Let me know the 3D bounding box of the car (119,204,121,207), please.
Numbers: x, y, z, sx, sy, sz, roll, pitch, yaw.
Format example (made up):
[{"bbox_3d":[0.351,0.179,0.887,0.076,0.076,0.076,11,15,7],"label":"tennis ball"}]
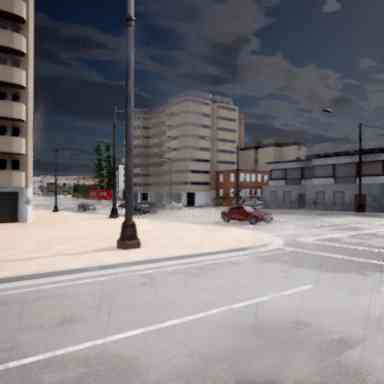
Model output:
[{"bbox_3d":[-12.509,2.556,65.819,2.033,1.411,5.357,0,0,-37],"label":"car"}]

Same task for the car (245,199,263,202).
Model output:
[{"bbox_3d":[12.075,2.057,64.683,1.970,1.475,3.806,0,-2,-37],"label":"car"}]

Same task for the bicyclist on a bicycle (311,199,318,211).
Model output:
[{"bbox_3d":[16.016,1.727,43.440,1.656,1.620,0.582,0,-1,-37],"label":"bicyclist on a bicycle"}]

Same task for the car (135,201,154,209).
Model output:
[{"bbox_3d":[-9.709,2.555,67.920,1.812,1.442,4.674,0,0,-37],"label":"car"}]

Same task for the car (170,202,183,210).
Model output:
[{"bbox_3d":[-3.487,2.448,59.715,1.812,1.442,4.674,0,-1,-36],"label":"car"}]

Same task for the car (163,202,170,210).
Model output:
[{"bbox_3d":[-6.351,2.410,57.696,1.837,1.490,4.892,0,-1,-36],"label":"car"}]

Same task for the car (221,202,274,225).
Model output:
[{"bbox_3d":[4.176,1.742,25.938,1.812,1.442,4.674,0,-1,-37],"label":"car"}]

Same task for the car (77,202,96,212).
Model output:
[{"bbox_3d":[-17.407,2.413,54.854,2.128,1.511,4.902,0,-1,-37],"label":"car"}]

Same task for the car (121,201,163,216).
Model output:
[{"bbox_3d":[-6.032,2.077,39.537,2.033,1.411,5.357,0,-2,-37],"label":"car"}]
